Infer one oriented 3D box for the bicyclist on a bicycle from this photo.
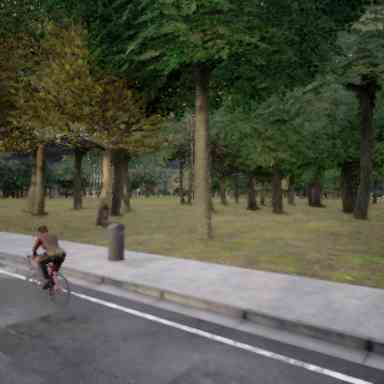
[{"bbox_3d":[-3.044,1.522,6.971,1.656,1.620,0.582,-1,-1,37],"label":"bicyclist on a bicycle"}]
